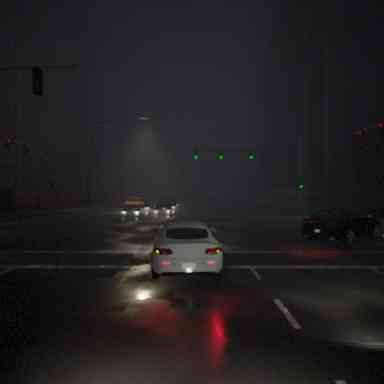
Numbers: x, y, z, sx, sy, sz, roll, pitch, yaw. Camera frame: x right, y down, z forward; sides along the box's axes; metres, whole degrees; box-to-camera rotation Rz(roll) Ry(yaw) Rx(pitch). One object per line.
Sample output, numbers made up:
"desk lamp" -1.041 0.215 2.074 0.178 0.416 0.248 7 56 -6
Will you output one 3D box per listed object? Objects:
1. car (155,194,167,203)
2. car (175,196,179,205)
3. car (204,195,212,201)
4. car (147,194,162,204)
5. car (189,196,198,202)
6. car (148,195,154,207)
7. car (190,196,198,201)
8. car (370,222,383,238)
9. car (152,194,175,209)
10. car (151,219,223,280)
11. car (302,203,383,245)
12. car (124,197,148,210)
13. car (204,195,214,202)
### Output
"car" -6.702 1.312 71.361 2.097 1.767 4.553 0 0 1
"car" -3.555 1.483 53.567 1.837 1.490 4.892 0 0 1
"car" 3.975 1.444 82.384 1.882 1.535 5.008 0 0 1
"car" -6.874 1.327 61.271 2.097 1.767 4.553 0 0 1
"car" 0.312 1.566 72.142 1.895 1.301 4.718 0 0 1
"car" -7.103 1.471 51.212 2.128 1.511 4.902 0 0 1
"car" 0.476 1.562 82.470 1.895 1.301 4.718 0 0 1
"car" 3.600 1.351 2.436 2.097 1.767 4.553 0 0 0
"car" -3.713 1.460 44.339 1.882 1.535 5.008 0 0 1
"car" -0.221 1.522 9.876 1.812 1.442 4.674 0 0 -4
"car" 7.111 1.471 15.627 5.008 1.535 1.882 0 -1 -42
"car" -7.248 1.461 41.945 1.882 1.535 5.008 0 0 1
"car" 3.814 1.449 72.270 1.882 1.535 5.008 0 0 1
